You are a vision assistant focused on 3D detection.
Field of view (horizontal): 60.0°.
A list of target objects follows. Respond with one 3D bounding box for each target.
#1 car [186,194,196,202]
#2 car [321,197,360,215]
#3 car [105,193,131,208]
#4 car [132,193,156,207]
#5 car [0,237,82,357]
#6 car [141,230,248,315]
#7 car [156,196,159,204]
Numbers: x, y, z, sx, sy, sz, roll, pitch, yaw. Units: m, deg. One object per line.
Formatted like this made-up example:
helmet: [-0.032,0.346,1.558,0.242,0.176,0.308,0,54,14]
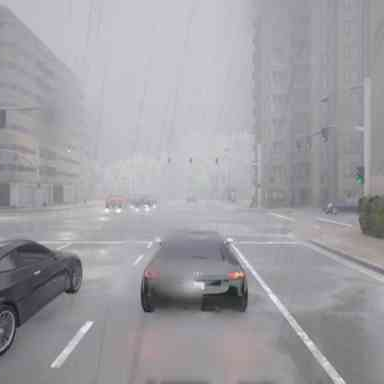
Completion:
car: [-0.150,1.326,72.566,2.097,1.767,4.553,0,0,0]
car: [15.514,1.339,33.689,4.553,1.767,2.097,0,0,1]
car: [-10.698,1.202,47.506,2.150,2.045,5.566,0,0,0]
car: [-7.203,1.201,50.638,2.150,2.045,5.566,0,0,0]
car: [-3.460,1.523,5.848,1.812,1.442,4.674,0,0,0]
car: [0.049,1.561,7.650,1.994,1.385,4.181,0,0,0]
car: [-7.193,1.467,60.662,2.128,1.511,4.902,0,0,0]
